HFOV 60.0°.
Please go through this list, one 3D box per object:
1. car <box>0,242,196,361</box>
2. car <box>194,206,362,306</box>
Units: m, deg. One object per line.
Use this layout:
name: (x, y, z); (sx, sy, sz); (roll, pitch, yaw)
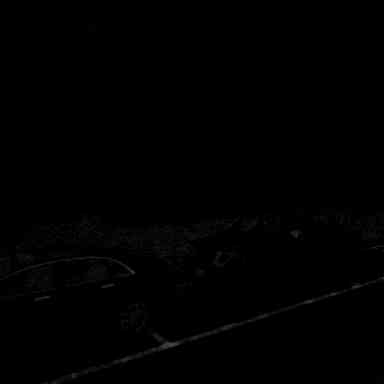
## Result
car: (-2.348, 1.551, 4.972); (4.403, 1.369, 2.008); (0, 0, -36)
car: (2.218, 1.314, 8.230); (5.009, 1.841, 2.192); (0, 0, -36)
